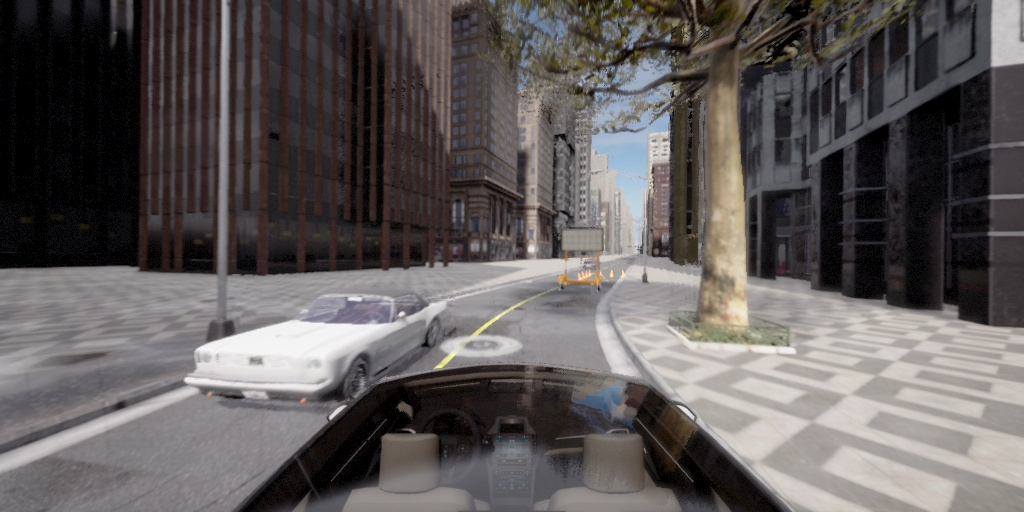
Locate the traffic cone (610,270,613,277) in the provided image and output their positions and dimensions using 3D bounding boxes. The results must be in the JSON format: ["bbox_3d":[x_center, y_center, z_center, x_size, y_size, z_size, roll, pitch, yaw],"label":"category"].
[{"bbox_3d":[9.114,1.578,32.833,0.340,0.580,0.340,0,0,20],"label":"traffic cone"}]

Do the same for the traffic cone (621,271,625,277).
[{"bbox_3d":[10.056,1.588,32.497,0.340,0.580,0.340,0,0,20],"label":"traffic cone"}]

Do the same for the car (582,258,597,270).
[{"bbox_3d":[10.639,1.031,48.383,1.812,1.442,4.674,1,0,20],"label":"car"}]

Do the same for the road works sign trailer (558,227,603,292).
[{"bbox_3d":[4.067,0.131,20.831,2.380,3.560,2.880,0,0,20],"label":"road works sign trailer"}]

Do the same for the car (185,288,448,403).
[{"bbox_3d":[-2.710,1.296,6.350,1.895,1.301,4.718,1,0,7],"label":"car"}]
